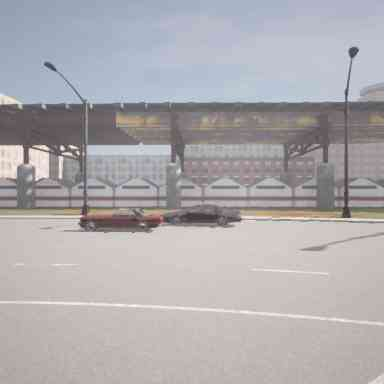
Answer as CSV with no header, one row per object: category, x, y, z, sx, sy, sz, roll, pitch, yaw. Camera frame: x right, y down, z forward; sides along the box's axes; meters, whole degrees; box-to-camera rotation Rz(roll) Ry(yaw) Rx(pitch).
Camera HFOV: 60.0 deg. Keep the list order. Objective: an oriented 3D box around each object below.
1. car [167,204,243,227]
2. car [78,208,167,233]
car,0.699,1.547,22.508,5.357,1.411,2.033,0,0,4
car,-4.038,1.601,19.260,4.718,1.301,1.895,0,0,1
